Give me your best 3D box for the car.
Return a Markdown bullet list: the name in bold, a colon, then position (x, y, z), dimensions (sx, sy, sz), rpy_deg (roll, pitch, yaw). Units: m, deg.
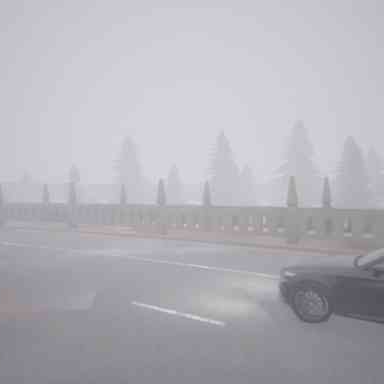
- **car**: position (3.768, 1.490, 5.417), dimensions (4.674, 1.442, 1.812), rpy_deg (0, 0, 35)
